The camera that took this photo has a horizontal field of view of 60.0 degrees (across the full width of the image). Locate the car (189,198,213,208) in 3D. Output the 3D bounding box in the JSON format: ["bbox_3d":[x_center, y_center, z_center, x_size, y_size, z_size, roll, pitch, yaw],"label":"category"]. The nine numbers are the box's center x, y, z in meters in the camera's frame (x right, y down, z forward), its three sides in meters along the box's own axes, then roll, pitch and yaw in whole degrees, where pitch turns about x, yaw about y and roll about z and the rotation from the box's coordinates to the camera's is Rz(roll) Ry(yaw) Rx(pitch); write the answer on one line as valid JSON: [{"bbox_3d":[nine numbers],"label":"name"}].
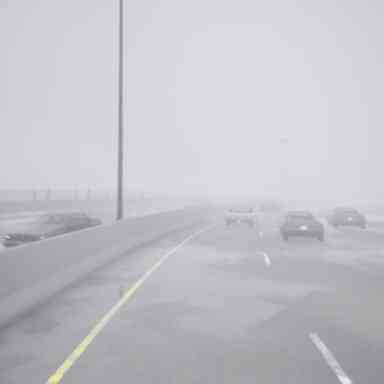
[{"bbox_3d":[1.587,1.757,54.820,1.837,1.490,4.892,0,-1,31],"label":"car"}]

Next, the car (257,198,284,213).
[{"bbox_3d":[9.834,1.574,40.276,2.097,1.767,4.553,0,0,26],"label":"car"}]

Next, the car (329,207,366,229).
[{"bbox_3d":[10.657,1.715,23.214,1.994,1.385,4.181,0,0,16],"label":"car"}]

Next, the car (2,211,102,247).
[{"bbox_3d":[-5.786,1.587,14.789,2.033,1.411,5.357,0,0,9],"label":"car"}]

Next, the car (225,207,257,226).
[{"bbox_3d":[3.736,1.727,24.576,1.895,1.301,4.718,0,0,15],"label":"car"}]

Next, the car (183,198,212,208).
[{"bbox_3d":[0.764,1.756,46.144,2.033,1.411,5.357,0,0,27],"label":"car"}]

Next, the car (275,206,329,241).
[{"bbox_3d":[5.663,1.668,17.622,1.994,1.385,4.181,0,0,12],"label":"car"}]

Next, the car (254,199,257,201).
[{"bbox_3d":[12.054,1.831,58.063,1.837,1.490,4.892,0,-1,36],"label":"car"}]
